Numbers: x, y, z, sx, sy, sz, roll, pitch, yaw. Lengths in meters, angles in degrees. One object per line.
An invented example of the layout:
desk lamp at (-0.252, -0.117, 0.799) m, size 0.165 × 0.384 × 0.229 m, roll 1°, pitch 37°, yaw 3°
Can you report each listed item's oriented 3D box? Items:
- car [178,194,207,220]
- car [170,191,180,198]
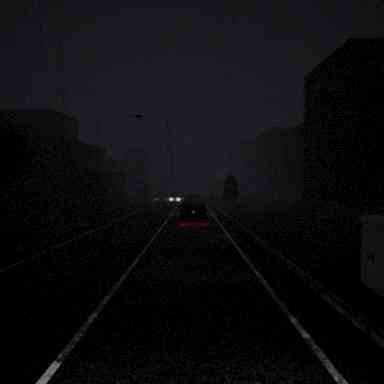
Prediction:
car at (0.099, 1.185, 25.253) m, size 1.882 × 1.535 × 5.008 m, roll 0°, pitch 1°, yaw 0°
car at (-3.463, 0.521, 68.044) m, size 1.895 × 1.301 × 4.718 m, roll 0°, pitch 1°, yaw 0°
